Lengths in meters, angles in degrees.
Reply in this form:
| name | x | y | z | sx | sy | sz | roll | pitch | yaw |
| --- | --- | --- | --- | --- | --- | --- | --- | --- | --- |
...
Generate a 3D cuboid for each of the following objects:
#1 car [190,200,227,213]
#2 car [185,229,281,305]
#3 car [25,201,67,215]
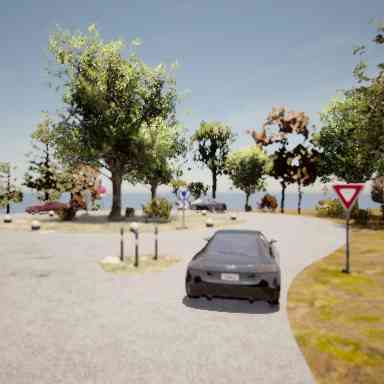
| name | x | y | z | sx | sy | sz | roll | pitch | yaw |
| --- | --- | --- | --- | --- | --- | --- | --- | --- | --- |
| car | 1.942 | 1.776 | 40.976 | 4.902 | 1.511 | 2.128 | 0 | -1 | 38 |
| car | 1.175 | 1.622 | 8.371 | 1.994 | 1.385 | 4.181 | 0 | 0 | 13 |
| car | -16.628 | 1.789 | 38.219 | 1.812 | 1.442 | 4.674 | -1 | -1 | 40 |
